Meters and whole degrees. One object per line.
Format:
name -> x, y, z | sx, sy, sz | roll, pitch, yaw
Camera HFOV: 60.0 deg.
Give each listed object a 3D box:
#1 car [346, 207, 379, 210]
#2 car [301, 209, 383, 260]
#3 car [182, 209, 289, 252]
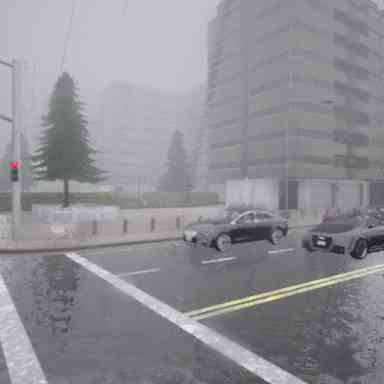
car -> 9.539, 1.554, 19.021 | 4.718, 1.301, 1.895 | 0, 0, -34
car -> 6.005, 1.534, 12.345 | 4.181, 1.385, 1.994 | 0, 0, -34
car -> 1.901, 1.459, 13.772 | 4.902, 1.511, 2.128 | 0, 0, -34
